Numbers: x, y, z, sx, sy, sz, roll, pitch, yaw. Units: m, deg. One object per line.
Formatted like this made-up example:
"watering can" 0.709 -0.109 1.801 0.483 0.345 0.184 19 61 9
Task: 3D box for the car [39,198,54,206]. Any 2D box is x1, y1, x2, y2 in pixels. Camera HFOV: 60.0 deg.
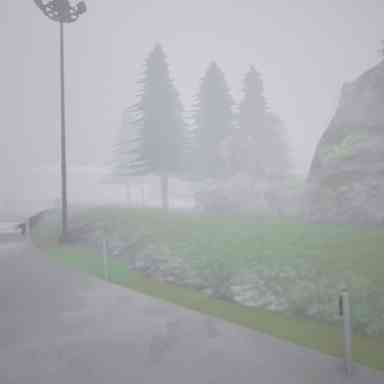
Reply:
"car" -29.753 2.132 69.253 1.994 1.385 4.181 -1 0 -11

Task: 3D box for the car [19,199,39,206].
"car" -33.105 2.146 68.162 1.837 1.490 4.892 -1 0 -11

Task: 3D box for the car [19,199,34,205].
"car" -38.569 2.268 77.699 1.994 1.385 4.181 -1 0 -11

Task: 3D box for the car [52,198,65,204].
"car" -31.706 2.101 79.065 1.812 1.442 4.674 -1 0 -11

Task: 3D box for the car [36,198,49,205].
"car" -35.138 2.146 78.382 1.837 1.490 4.892 -1 0 -11

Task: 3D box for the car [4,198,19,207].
"car" -36.609 2.073 67.826 2.097 1.767 4.553 -1 0 -11

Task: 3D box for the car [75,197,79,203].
"car" -28.274 2.032 79.747 2.128 1.511 4.902 -1 0 -11

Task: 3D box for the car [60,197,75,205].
"car" -26.241 2.007 69.528 1.837 1.490 4.892 -1 0 -11
